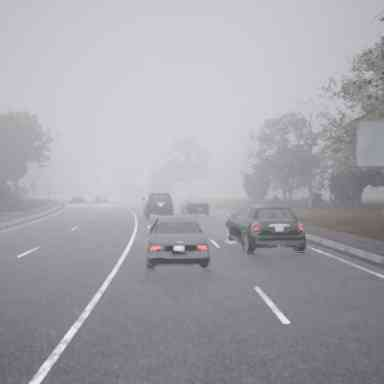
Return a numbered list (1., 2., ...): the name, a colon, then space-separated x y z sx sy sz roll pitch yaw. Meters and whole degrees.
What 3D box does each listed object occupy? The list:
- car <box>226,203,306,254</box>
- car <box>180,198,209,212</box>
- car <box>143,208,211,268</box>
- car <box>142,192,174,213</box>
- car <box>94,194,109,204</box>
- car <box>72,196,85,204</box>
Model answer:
1. car: 2.745 1.259 13.350 2.097 1.767 4.553 0 0 -6
2. car: 0.169 1.276 29.933 1.882 1.535 5.008 0 1 -12
3. car: -0.527 1.472 11.028 2.033 1.411 5.357 0 0 -5
4. car: -2.800 1.039 27.067 2.150 2.045 5.566 0 1 -11
5. car: -14.777 1.114 54.091 2.128 1.511 4.902 0 0 -22
6. car: -18.360 1.219 53.730 1.895 1.301 4.718 0 0 -22
